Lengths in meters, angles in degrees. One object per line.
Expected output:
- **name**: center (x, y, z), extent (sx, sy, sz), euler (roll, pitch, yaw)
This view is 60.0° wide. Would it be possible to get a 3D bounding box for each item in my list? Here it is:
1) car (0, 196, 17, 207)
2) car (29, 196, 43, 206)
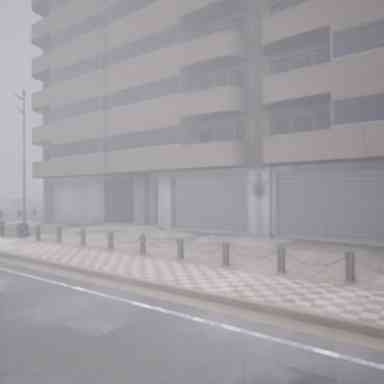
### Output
- **car**: center (-45.686, 1.992, 80.391), extent (1.932, 1.855, 4.605), euler (-1, 0, 35)
- **car**: center (-31.826, 2.076, 70.721), extent (1.970, 1.475, 3.806), euler (-1, 0, 35)
